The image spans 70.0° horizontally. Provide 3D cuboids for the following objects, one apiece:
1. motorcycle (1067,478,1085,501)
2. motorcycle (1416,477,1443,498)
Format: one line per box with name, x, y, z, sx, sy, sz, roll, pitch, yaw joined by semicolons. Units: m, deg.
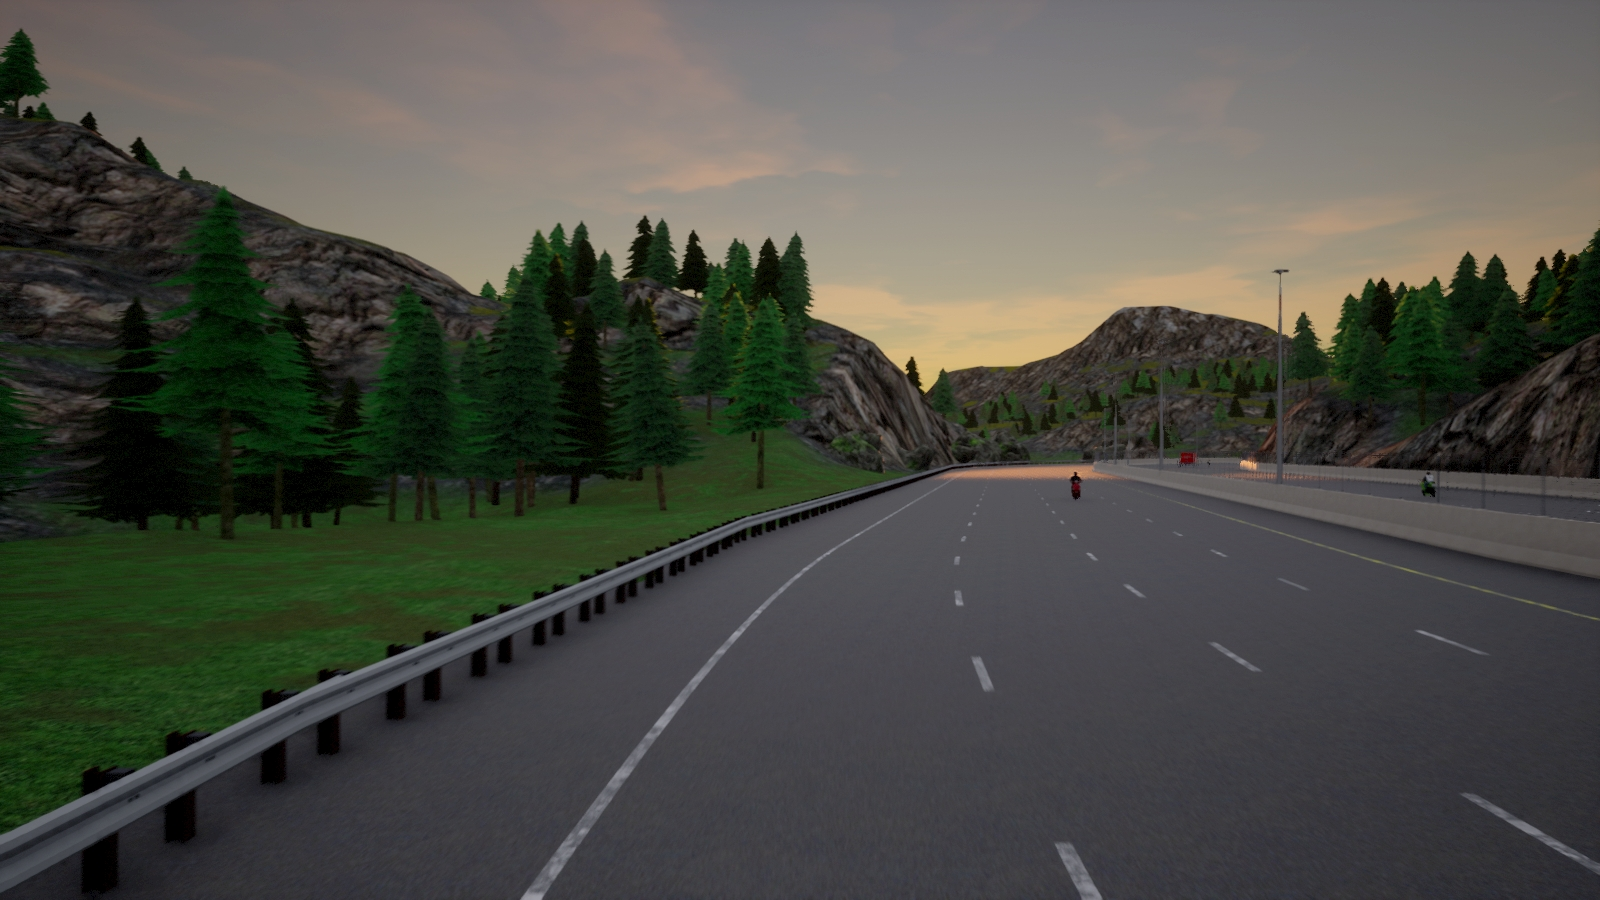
motorcycle;15.468;2.201;64.072;0.856;1.236;1.805;0;0;10
motorcycle;37.518;2.224;68.137;0.803;1.217;2.033;0;0;10
